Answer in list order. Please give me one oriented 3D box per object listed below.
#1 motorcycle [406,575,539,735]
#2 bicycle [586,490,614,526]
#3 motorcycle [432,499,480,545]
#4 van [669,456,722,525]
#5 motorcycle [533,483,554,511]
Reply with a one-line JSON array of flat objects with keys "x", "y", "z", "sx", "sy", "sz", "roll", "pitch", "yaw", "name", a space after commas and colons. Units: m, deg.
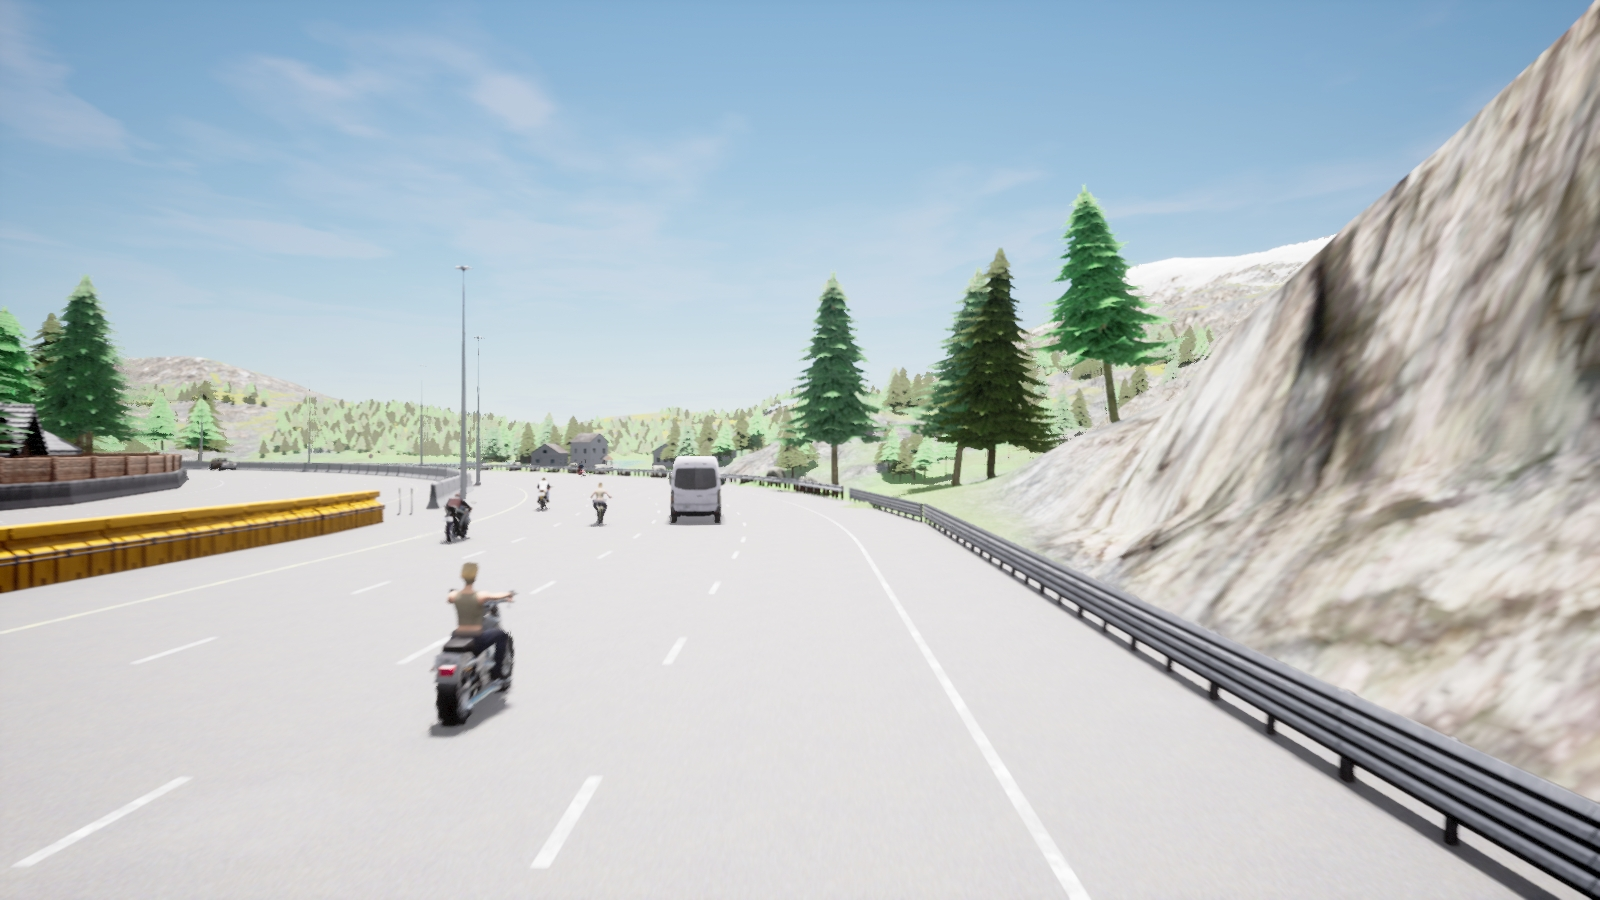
[{"x": -3.497, "y": 2.145, "z": 12.428, "sx": 0.764, "sy": 1.325, "sz": 2.356, "roll": 0, "pitch": 0, "yaw": 0, "name": "motorcycle"}, {"x": -7.438, "y": 2.148, "z": 42.591, "sx": 0.859, "sy": 1.295, "sz": 1.487, "roll": 0, "pitch": 0, "yaw": -4, "name": "bicycle"}, {"x": -10.598, "y": 2.204, "z": 35.319, "sx": 0.867, "sy": 1.251, "sz": 2.209, "roll": 0, "pitch": 0, "yaw": -2, "name": "motorcycle"}, {"x": -4.184, "y": 1.534, "z": 46.107, "sx": 1.988, "sy": 2.561, "sz": 5.915, "roll": 0, "pitch": 0, "yaw": -4, "name": "van"}, {"x": -12.000, "y": 2.176, "z": 53.505, "sx": 0.803, "sy": 1.217, "sz": 2.033, "roll": 0, "pitch": 0, "yaw": -7, "name": "motorcycle"}]
